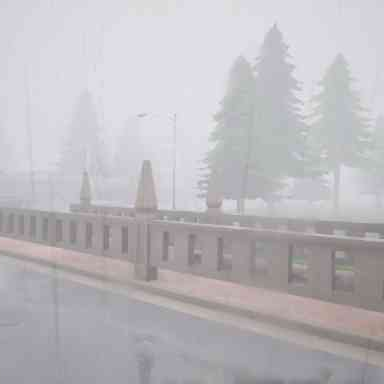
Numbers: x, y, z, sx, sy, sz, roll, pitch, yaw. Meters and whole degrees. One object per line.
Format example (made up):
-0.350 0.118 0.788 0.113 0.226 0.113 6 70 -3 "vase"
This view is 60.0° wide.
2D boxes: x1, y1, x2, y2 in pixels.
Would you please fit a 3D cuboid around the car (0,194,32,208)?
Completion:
-17.652 0.983 31.218 1.837 1.490 4.892 1 1 38 "car"
